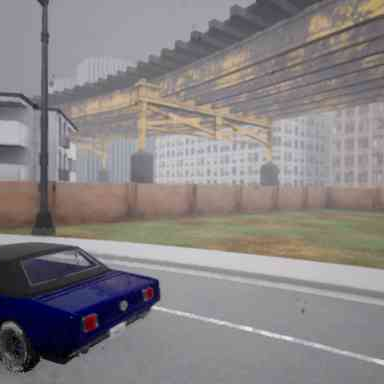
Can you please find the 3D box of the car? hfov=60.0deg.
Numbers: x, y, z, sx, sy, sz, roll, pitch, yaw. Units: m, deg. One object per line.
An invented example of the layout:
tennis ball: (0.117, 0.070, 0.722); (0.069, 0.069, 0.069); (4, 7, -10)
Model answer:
car: (-2.961, 1.510, 5.376); (4.718, 1.301, 1.895); (1, 1, 26)
